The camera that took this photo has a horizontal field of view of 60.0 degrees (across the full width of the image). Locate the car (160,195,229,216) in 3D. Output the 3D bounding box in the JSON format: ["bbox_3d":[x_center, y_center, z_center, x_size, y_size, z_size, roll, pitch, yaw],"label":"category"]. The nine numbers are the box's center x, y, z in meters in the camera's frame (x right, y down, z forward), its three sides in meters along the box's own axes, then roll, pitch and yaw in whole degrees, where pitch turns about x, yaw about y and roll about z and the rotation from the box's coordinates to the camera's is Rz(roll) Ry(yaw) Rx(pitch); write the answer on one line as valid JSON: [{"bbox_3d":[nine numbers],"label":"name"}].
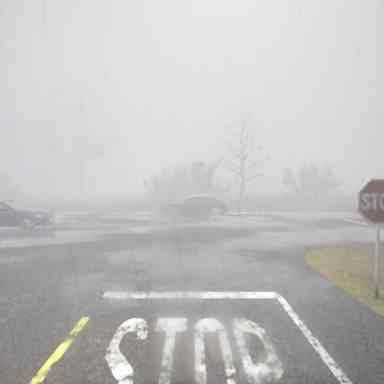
[{"bbox_3d":[0.176,0.986,23.686,4.892,1.490,1.837,0,1,-2],"label":"car"}]

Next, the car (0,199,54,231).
[{"bbox_3d":[-9.289,1.093,16.415,4.674,1.442,1.812,0,2,-2],"label":"car"}]
